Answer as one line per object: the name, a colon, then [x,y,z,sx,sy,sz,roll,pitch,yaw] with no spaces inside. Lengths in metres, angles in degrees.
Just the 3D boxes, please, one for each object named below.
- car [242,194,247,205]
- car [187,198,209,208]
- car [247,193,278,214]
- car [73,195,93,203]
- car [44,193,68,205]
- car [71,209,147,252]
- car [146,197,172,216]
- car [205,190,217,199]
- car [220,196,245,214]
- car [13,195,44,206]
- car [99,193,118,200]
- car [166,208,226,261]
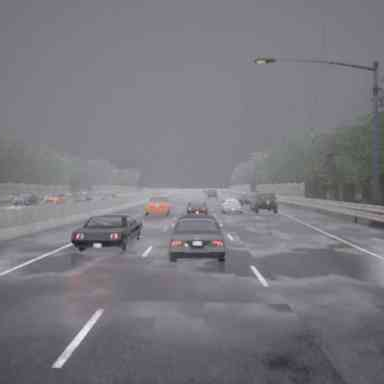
car: [7.658,1.052,46.356,2.097,1.767,4.553,0,1,1]
car: [0.477,1.484,30.969,1.895,1.301,4.718,0,0,1]
car: [7.301,1.074,34.104,2.150,2.045,5.566,0,1,3]
car: [-16.844,1.201,51.504,1.994,1.385,4.181,0,1,1]
car: [-20.375,1.016,49.817,2.097,1.767,4.553,0,1,1]
car: [-3.291,1.586,13.921,1.895,1.301,4.718,0,0,1]
car: [-3.016,1.234,31.327,2.097,1.767,4.553,0,0,1]
car: [4.645,0.434,76.517,2.150,2.045,5.566,0,1,1]
car: [3.926,1.383,33.774,1.812,1.442,4.674,0,1,1]
car: [-23.898,1.195,48.117,1.837,1.490,4.892,0,1,1]
car: [-13.306,0.964,53.021,2.097,1.767,4.553,0,1,1]
car: [0.184,1.536,12.134,2.033,1.411,5.357,0,0,1]
